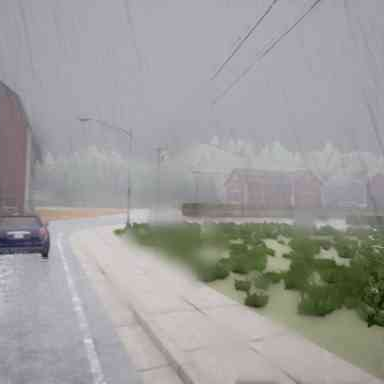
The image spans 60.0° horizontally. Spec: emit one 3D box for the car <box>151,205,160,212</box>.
[{"bbox_3d":[-7.848,3.544,72.101,2.128,1.511,4.902,2,-2,-7],"label":"car"}]

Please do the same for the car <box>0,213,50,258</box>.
[{"bbox_3d":[-7.073,1.634,13.766,2.097,1.767,4.553,2,-2,-25],"label":"car"}]
